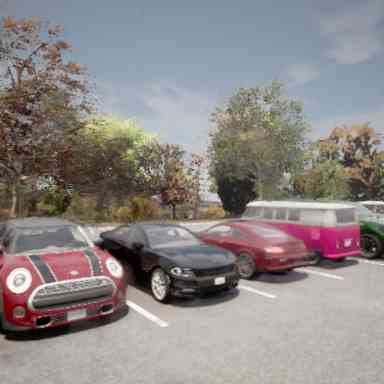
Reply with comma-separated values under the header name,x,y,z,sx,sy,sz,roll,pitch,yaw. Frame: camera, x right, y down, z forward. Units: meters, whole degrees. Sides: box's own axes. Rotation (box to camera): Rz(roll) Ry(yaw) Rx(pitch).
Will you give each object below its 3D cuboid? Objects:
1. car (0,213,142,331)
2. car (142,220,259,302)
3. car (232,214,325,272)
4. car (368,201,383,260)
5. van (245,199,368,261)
name,x,y,z,sx,sy,sz,roll,pitch,yaw
car,-3.156,1.410,7.233,2.185,1.767,4.553,0,-1,-35
car,-0.875,1.551,8.816,2.097,1.535,5.008,0,-1,-35
car,1.395,1.606,10.413,2.002,1.452,4.674,0,-1,-35
car,5.942,1.346,13.602,2.435,2.045,5.566,0,-1,-35
van,3.592,1.357,12.116,1.878,1.987,4.442,0,-1,-35
